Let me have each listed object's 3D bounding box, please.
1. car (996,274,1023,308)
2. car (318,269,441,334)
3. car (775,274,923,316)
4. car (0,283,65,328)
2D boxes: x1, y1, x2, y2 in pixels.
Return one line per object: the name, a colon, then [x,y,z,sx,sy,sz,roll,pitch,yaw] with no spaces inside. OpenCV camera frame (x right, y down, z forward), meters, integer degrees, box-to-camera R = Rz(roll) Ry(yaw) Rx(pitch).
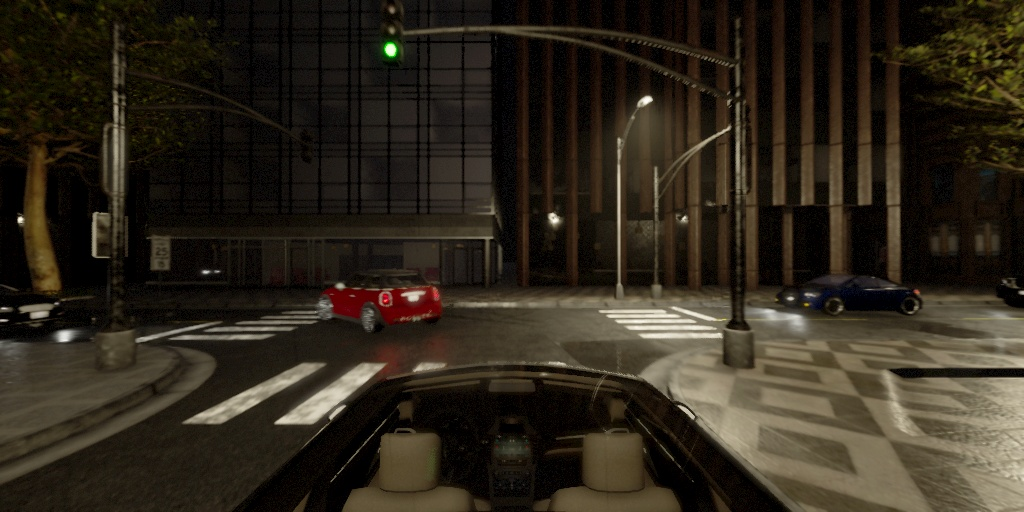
car: [21.623,0.994,13.174,5.566,2.045,2.150,0,0,0]
car: [-4.275,1.205,11.318,4.553,1.767,2.097,-1,0,43]
car: [12.239,1.373,13.209,4.181,1.385,1.994,0,0,0]
car: [-15.747,1.402,10.097,4.902,1.511,2.128,0,0,0]
